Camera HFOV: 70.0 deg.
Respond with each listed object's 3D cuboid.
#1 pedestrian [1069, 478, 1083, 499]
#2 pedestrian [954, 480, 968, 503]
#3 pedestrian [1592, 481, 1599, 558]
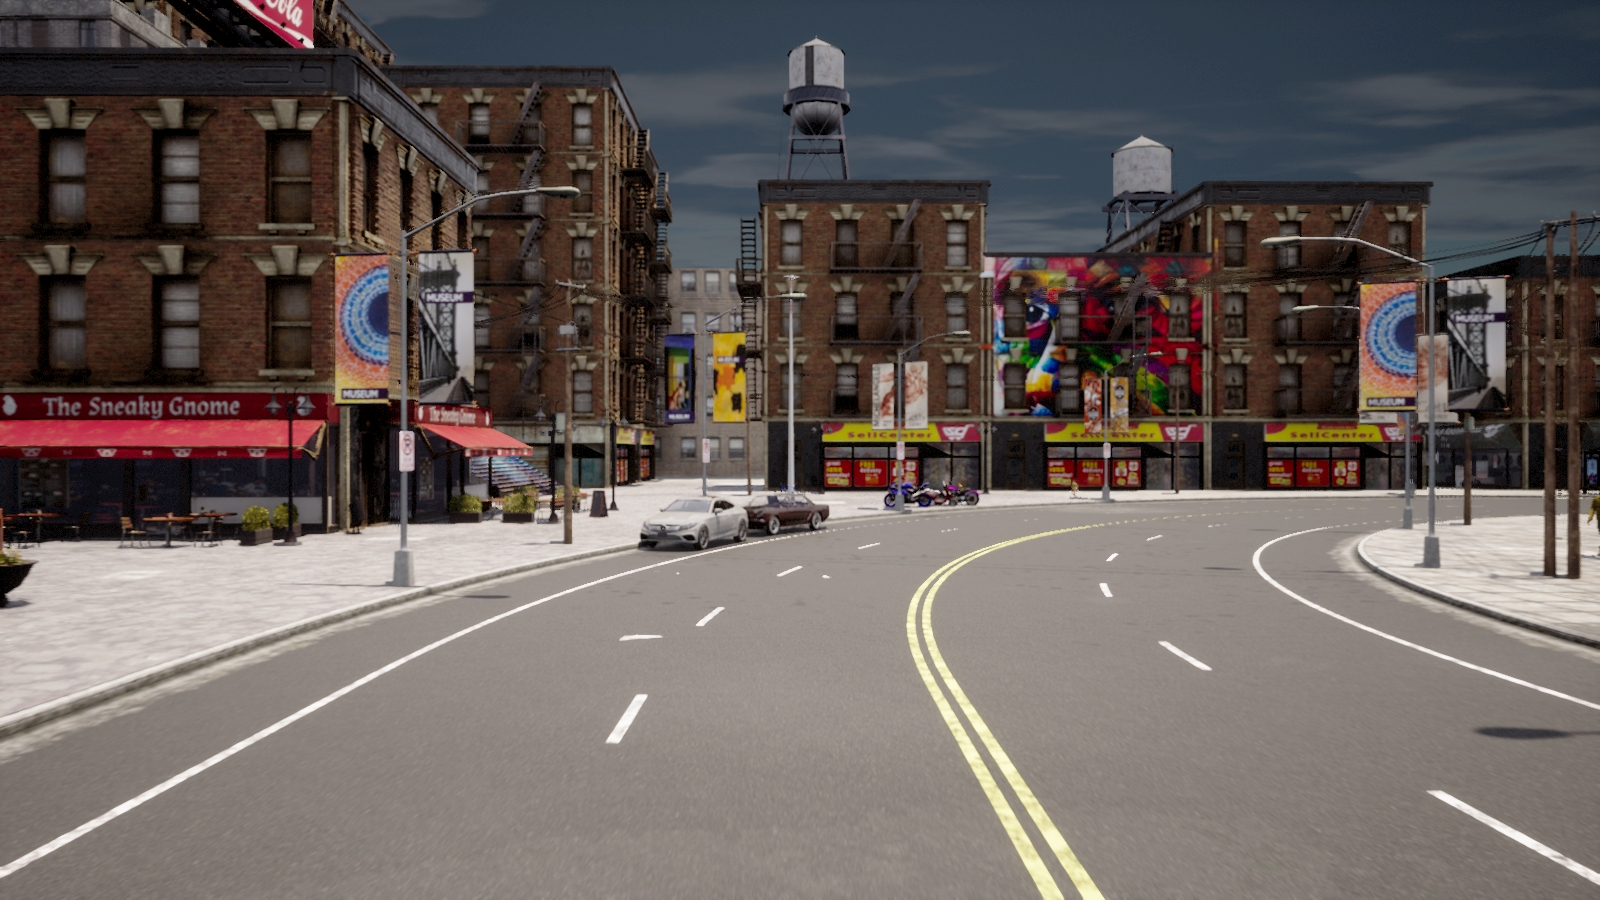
[{"bbox_3d":[14.866,2.076,61.585,0.500,1.100,0.500,0,0,-34],"label":"pedestrian"},{"bbox_3d":[8.055,2.076,57.209,0.500,1.100,0.500,0,0,-35],"label":"pedestrian"},{"bbox_3d":[19.603,1.696,27.868,0.375,1.860,0.375,0,0,-37],"label":"pedestrian"}]
